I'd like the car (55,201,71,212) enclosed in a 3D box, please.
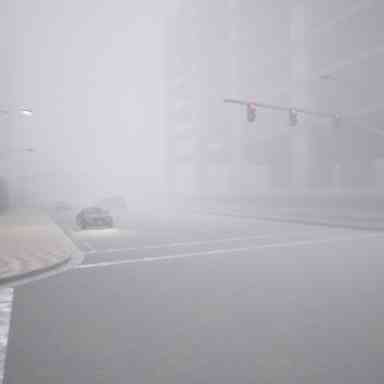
[{"bbox_3d":[-18.321,2.031,47.093,2.033,1.411,5.357,-1,0,-25],"label":"car"}]

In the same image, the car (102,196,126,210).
[{"bbox_3d":[-11.202,1.589,48.616,2.150,2.045,5.566,-1,0,-25],"label":"car"}]

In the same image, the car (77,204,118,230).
[{"bbox_3d":[-6.848,1.786,23.284,1.994,1.385,4.181,-1,0,-26],"label":"car"}]

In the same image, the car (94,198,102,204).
[{"bbox_3d":[-15.786,1.823,57.972,2.097,1.767,4.553,-1,0,-26],"label":"car"}]
